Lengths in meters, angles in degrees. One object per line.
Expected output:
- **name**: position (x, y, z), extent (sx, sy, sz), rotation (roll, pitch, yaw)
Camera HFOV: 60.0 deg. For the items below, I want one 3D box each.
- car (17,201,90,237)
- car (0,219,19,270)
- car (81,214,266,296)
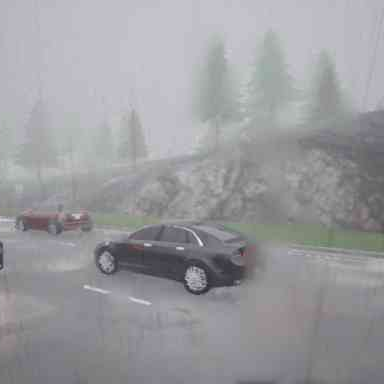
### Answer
- **car**: position (-7.475, 1.277, 17.927), extent (4.553, 1.767, 2.097), rotation (0, 0, 35)
- **car**: position (-6.870, 1.456, 8.895), extent (4.892, 1.490, 1.837), rotation (0, 0, 35)
- **car**: position (-0.531, 1.481, 8.674), extent (4.892, 1.490, 1.837), rotation (0, 0, 35)
